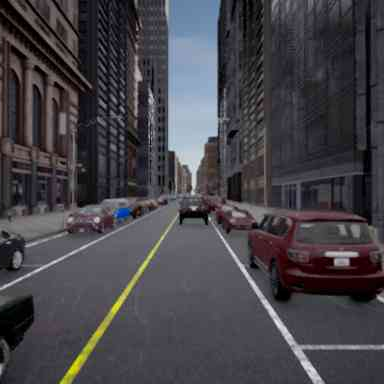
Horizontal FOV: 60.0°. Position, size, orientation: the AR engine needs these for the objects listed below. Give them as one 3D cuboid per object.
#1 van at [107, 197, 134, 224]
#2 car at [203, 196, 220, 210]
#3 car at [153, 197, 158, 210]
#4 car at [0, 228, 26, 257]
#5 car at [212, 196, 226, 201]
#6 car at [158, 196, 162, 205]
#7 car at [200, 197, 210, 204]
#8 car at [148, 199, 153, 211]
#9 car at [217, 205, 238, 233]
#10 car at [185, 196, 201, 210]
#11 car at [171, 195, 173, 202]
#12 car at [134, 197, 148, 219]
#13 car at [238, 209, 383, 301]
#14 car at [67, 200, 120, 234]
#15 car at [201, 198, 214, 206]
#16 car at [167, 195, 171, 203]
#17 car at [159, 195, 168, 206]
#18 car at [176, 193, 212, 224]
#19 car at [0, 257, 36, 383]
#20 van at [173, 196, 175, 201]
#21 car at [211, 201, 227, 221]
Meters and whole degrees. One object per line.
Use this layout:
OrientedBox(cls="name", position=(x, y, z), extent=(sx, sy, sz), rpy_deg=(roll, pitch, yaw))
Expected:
OrientedBox(cls="van", position=(-5.824, 1.427, 25.235), extent=(1.690, 1.788, 3.998), rpy_deg=(1, 0, 0))
OrientedBox(cls="car", position=(2.723, 1.464, 47.721), extent=(2.192, 1.841, 5.009), rpy_deg=(1, 0, 0))
OrientedBox(cls="car", position=(-5.811, 1.680, 42.108), extent=(1.887, 1.381, 4.507), rpy_deg=(1, 0, 0))
OrientedBox(cls="car", position=(-5.843, 1.583, 8.360), extent=(2.008, 1.369, 4.403), rpy_deg=(1, 0, 0))
OrientedBox(cls="car", position=(2.712, 1.434, 36.472), extent=(2.192, 1.841, 5.009), rpy_deg=(1, 0, 0))
OrientedBox(cls="car", position=(-5.805, 1.675, 47.563), extent=(1.752, 1.417, 4.829), rpy_deg=(1, 0, 0))
OrientedBox(cls="car", position=(2.741, 1.789, 70.219), extent=(1.802, 1.307, 4.206), rpy_deg=(1, 0, 0))
OrientedBox(cls="car", position=(-5.816, 1.670, 36.484), extent=(2.008, 1.369, 4.403), rpy_deg=(1, 0, 0))
OrientedBox(cls="car", position=(2.693, 1.650, 19.598), extent=(1.802, 1.307, 4.206), rpy_deg=(1, 0, 0))
OrientedBox(cls="car", position=(0.142, 1.495, 45.120), extent=(2.097, 1.767, 4.553), rpy_deg=(0, 0, 0))
OrientedBox(cls="car", position=(-5.784, 1.759, 70.231), extent=(2.008, 1.369, 4.403), rpy_deg=(1, 0, 0))
OrientedBox(cls="car", position=(-5.819, 1.418, 30.860), extent=(2.192, 1.841, 5.009), rpy_deg=(1, 0, 0))
OrientedBox(cls="car", position=(2.685, 1.347, 8.350), extent=(2.192, 1.841, 5.009), rpy_deg=(1, 0, 0))
OrientedBox(cls="car", position=(-5.831, 1.509, 19.610), extent=(1.967, 1.590, 4.097), rpy_deg=(1, 0, 0))
OrientedBox(cls="car", position=(2.731, 1.729, 58.969), extent=(2.008, 1.369, 4.403), rpy_deg=(1, 0, 0))
OrientedBox(cls="car", position=(-5.787, 1.509, 64.607), extent=(2.192, 1.841, 5.009), rpy_deg=(1, 0, 0))
OrientedBox(cls="car", position=(-5.795, 1.724, 58.982), extent=(1.887, 1.381, 4.507), rpy_deg=(1, 0, 0))
OrientedBox(cls="car", position=(0.124, 1.309, 26.013), extent=(2.150, 2.045, 5.566), rpy_deg=(0, 0, 0))
OrientedBox(cls="car", position=(-3.095, 1.610, 2.362), extent=(1.895, 1.301, 4.718), rpy_deg=(0, 0, 0))
OrientedBox(cls="van", position=(-5.771, 1.579, 81.482), extent=(1.690, 1.788, 3.998), rpy_deg=(1, 0, 0))
OrientedBox(cls="car", position=(2.699, 1.630, 25.223), extent=(1.887, 1.381, 4.507), rpy_deg=(1, 0, 0))
